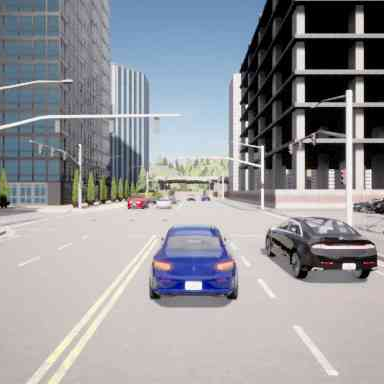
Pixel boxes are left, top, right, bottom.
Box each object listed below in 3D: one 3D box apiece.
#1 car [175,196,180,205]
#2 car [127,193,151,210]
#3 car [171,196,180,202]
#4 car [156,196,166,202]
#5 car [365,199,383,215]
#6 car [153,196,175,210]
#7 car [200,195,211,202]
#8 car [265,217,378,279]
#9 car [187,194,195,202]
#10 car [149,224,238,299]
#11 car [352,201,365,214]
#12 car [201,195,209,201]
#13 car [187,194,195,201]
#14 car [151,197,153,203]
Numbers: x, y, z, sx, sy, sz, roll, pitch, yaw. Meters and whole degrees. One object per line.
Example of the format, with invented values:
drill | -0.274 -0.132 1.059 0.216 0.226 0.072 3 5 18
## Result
car | -3.691 1.546 59.823 2.033 1.411 5.357 0 0 0
car | -7.178 1.220 44.207 2.150 2.045 5.566 0 0 0
car | -3.645 1.593 75.081 1.895 1.301 4.718 0 0 0
car | -7.148 1.550 76.425 1.994 1.385 4.181 0 0 0
car | 19.821 1.161 31.142 5.566 2.045 2.150 -1 0 0
car | -3.680 1.525 43.857 1.812 1.442 4.674 0 0 0
car | 3.349 1.520 77.916 1.812 1.442 4.674 0 0 0
car | 3.560 1.491 10.038 2.128 1.511 4.902 0 0 -1
car | -0.152 1.591 78.251 1.895 1.301 4.718 0 0 0
car | 0.044 1.525 8.314 1.812 1.442 4.674 0 0 0
car | 19.020 1.435 34.637 4.902 1.511 2.128 0 0 0
car | 3.332 1.481 86.991 1.837 1.490 4.892 0 0 0
car | -0.168 1.336 86.954 2.097 1.767 4.553 0 0 0
car | -7.183 1.546 61.333 2.033 1.411 5.357 0 0 0
